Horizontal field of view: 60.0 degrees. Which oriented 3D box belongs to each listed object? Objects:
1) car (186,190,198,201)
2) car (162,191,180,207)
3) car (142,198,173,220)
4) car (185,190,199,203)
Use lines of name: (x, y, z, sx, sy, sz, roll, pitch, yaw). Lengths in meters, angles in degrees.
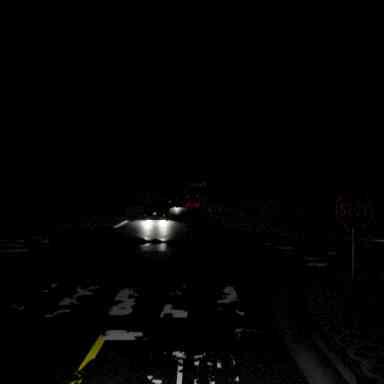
car: (-0.015, 0.690, 66.840, 2.150, 2.045, 5.566, 0, 1, 0)
car: (-2.847, 0.942, 46.186, 2.150, 2.045, 5.566, 0, 0, 0)
car: (-2.852, 1.459, 27.306, 1.994, 1.385, 4.181, 0, 0, 0)
car: (-0.012, 0.824, 56.420, 2.150, 2.045, 5.566, 0, 1, 0)
